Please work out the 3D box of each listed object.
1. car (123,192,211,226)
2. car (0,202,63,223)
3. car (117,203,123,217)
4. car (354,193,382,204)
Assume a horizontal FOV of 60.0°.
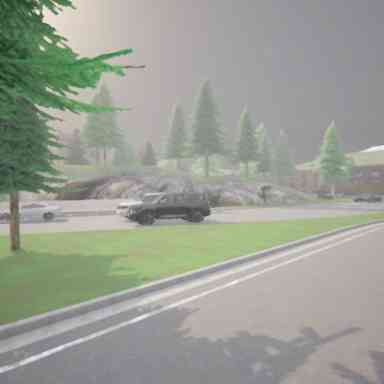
[{"bbox_3d":[-1.455,1.064,22.189,5.566,2.045,2.150,-1,1,-19],"label":"car"},{"bbox_3d":[-12.481,1.534,25.776,4.674,1.442,1.812,-1,0,-20],"label":"car"},{"bbox_3d":[-2.902,1.064,25.354,5.566,2.045,2.150,-1,1,-19],"label":"car"},{"bbox_3d":[23.268,0.786,44.051,4.181,1.385,1.994,-1,1,-35],"label":"car"}]
